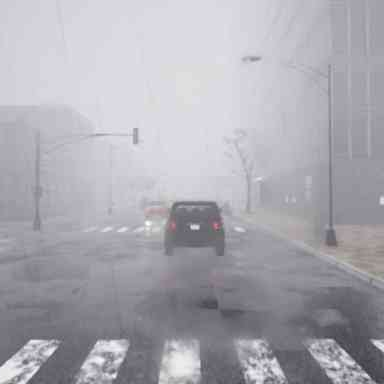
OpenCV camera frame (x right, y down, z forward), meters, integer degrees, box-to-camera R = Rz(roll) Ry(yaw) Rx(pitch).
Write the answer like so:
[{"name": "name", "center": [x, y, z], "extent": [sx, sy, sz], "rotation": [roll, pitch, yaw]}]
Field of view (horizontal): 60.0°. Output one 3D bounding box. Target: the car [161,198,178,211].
[{"name": "car", "center": [-3.067, 1.694, 46.274], "extent": [1.882, 1.535, 5.008], "rotation": [0, -1, 0]}]

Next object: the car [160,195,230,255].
[{"name": "car", "center": [0.104, 1.285, 13.729], "extent": [2.150, 2.045, 5.566], "rotation": [0, 0, 0]}]

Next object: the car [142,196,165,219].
[{"name": "car", "center": [-3.085, 1.497, 30.974], "extent": [2.097, 1.767, 4.553], "rotation": [0, 0, 0]}]

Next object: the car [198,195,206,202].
[{"name": "car", "center": [2.746, 1.748, 92.430], "extent": [2.192, 1.841, 5.009], "rotation": [1, 0, 0]}]

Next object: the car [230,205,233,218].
[{"name": "car", "center": [2.717, 1.587, 31.546], "extent": [1.967, 1.590, 4.097], "rotation": [1, 0, 0]}]

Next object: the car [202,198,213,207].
[{"name": "car", "center": [2.728, 1.803, 59.390], "extent": [1.752, 1.417, 4.829], "rotation": [1, 0, 0]}]

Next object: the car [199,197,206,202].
[{"name": "car", "center": [2.740, 1.933, 87.063], "extent": [1.752, 1.417, 4.829], "rotation": [1, 0, 0]}]

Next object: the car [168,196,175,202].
[{"name": "car", "center": [-5.638, 1.958, 92.272], "extent": [1.752, 1.417, 4.829], "rotation": [1, 0, 0]}]

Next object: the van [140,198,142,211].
[{"name": "van", "center": [-5.657, 1.541, 42.633], "extent": [1.690, 1.788, 3.998], "rotation": [1, 0, 0]}]

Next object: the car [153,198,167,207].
[{"name": "car", "center": [-5.653, 1.843, 59.235], "extent": [1.947, 1.339, 4.313], "rotation": [1, 0, 0]}]

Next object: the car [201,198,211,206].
[{"name": "car", "center": [2.731, 1.829, 64.925], "extent": [1.752, 1.417, 4.829], "rotation": [1, 0, 0]}]

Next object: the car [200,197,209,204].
[{"name": "car", "center": [2.735, 1.899, 75.824], "extent": [1.887, 1.381, 4.507], "rotation": [1, 0, 0]}]

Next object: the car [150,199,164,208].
[{"name": "car", "center": [-5.655, 1.833, 53.701], "extent": [1.802, 1.307, 4.206], "rotation": [1, 0, 0]}]
